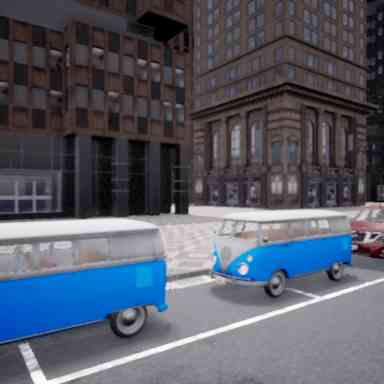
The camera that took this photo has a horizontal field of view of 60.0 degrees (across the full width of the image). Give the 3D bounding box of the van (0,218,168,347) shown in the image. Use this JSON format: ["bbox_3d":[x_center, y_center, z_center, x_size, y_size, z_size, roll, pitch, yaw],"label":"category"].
[{"bbox_3d":[-2.298,1.344,5.009,3.998,1.788,1.690,0,0,-35],"label":"van"}]

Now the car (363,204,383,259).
[{"bbox_3d":[6.948,1.347,11.600,5.009,1.841,2.192,0,0,-35],"label":"car"}]

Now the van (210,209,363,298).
[{"bbox_3d":[2.325,1.358,8.304,3.998,1.788,1.690,0,0,-35],"label":"van"}]
